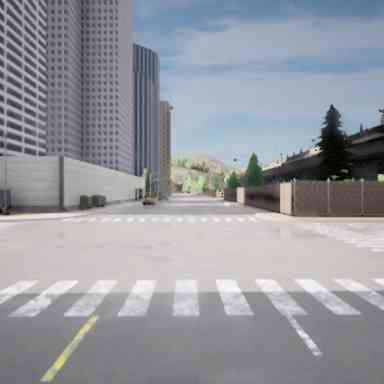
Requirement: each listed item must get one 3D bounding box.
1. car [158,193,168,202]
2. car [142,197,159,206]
[{"bbox_3d":[-6.937,1.260,81.002,2.150,2.045,5.566,0,0,0],"label":"car"},{"bbox_3d":[-6.958,1.635,54.075,1.895,1.301,4.718,0,0,0],"label":"car"}]
